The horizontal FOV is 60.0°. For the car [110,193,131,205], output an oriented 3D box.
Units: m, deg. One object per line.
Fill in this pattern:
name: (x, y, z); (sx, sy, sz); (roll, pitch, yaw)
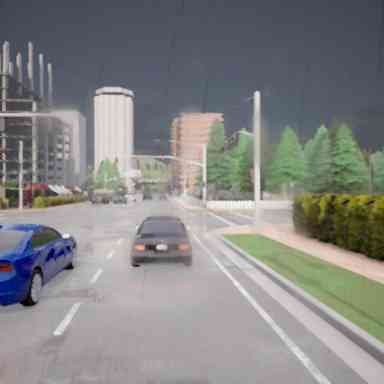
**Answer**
car: (-11.973, 1.423, 56.153); (2.033, 1.411, 5.357); (0, 0, -4)

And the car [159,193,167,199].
car: (-7.611, 1.107, 87.178); (1.837, 1.490, 4.892); (0, 0, -5)

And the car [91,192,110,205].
car: (-15.490, 1.106, 56.182); (2.150, 2.045, 5.566); (0, 0, -4)

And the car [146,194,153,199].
car: (-11.097, 1.141, 86.873); (1.812, 1.442, 4.674); (0, 0, -5)

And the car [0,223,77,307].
car: (-4.139, 1.466, 7.906); (1.882, 1.535, 5.008); (0, 0, -6)

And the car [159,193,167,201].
car: (-6.807, 1.297, 77.994); (1.837, 1.490, 4.892); (0, 0, -5)

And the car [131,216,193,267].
car: (-0.996, 1.518, 11.365); (2.033, 1.411, 5.357); (0, 0, -5)

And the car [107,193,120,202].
car: (-16.794, 1.201, 71.672); (2.097, 1.767, 4.553); (0, 0, -5)

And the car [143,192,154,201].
car: (-10.266, 1.031, 77.369); (2.150, 2.045, 5.566); (0, 0, -5)

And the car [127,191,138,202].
car: (-13.304, 1.061, 71.936); (2.150, 2.045, 5.566); (0, 0, -5)
